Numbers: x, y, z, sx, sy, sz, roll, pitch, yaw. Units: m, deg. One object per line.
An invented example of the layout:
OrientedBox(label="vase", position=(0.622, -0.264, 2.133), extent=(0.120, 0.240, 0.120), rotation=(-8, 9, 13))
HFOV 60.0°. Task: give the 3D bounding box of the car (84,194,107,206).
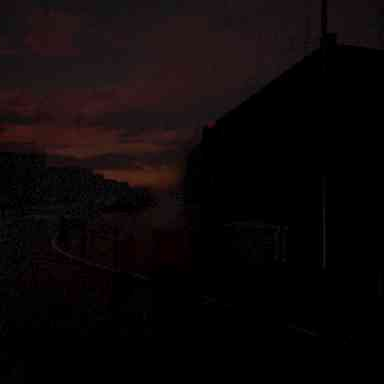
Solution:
OrientedBox(label="car", position=(-17.859, 1.531, 61.678), extent=(2.150, 2.045, 5.566), rotation=(1, 0, -4))

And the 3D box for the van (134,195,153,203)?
OrientedBox(label="van", position=(-11.551, 1.673, 79.208), extent=(4.442, 1.987, 1.878), rotation=(1, 0, -4))

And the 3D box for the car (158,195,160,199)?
OrientedBox(label="car", position=(-12.493, 1.695, 93.072), extent=(5.566, 2.045, 2.435), rotation=(1, 0, -4))

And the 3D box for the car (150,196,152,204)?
OrientedBox(label="car", position=(-9.805, 1.880, 57.167), extent=(5.008, 1.535, 2.097), rotation=(1, 0, -4))

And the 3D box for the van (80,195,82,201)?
OrientedBox(label="van", position=(-32.195, 1.480, 87.740), extent=(4.442, 1.987, 1.878), rotation=(1, 0, -4))

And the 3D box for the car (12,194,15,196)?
OrientedBox(label="car", position=(-29.383, 1.500, 49.113), extent=(4.553, 1.767, 2.185), rotation=(1, 0, -4))

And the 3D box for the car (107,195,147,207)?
OrientedBox(label="car", position=(-8.934, 1.736, 45.953), extent=(4.553, 1.767, 2.185), rotation=(1, 0, -4))

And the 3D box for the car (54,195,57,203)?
OrientedBox(label="car", position=(-30.890, 1.521, 68.360), extent=(4.553, 1.767, 2.185), rotation=(1, 0, -4))

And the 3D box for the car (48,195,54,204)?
OrientedBox(label="car", position=(-30.659, 1.644, 65.612), extent=(5.008, 1.535, 2.097), rotation=(1, 0, -4))

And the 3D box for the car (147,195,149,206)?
OrientedBox(label="car", position=(-9.552, 1.754, 54.274), extent=(4.553, 1.767, 2.185), rotation=(1, 0, -4))

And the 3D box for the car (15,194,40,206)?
OrientedBox(label="car", position=(-30.060, 1.384, 57.361), extent=(5.566, 2.045, 2.435), rotation=(1, 0, -4))

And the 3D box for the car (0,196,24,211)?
OrientedBox(label="car", position=(-24.435, 1.659, 43.657), extent=(1.837, 1.490, 4.892), rotation=(1, 1, -4))

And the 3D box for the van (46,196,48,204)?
OrientedBox(label="van", position=(-30.328, 1.416, 62.872), extent=(4.442, 1.987, 1.878), rotation=(1, 0, -4))

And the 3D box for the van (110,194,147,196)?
OrientedBox(label="van", position=(-9.296, 1.646, 48.842), extent=(4.442, 1.987, 1.878), rotation=(1, 0, -4))

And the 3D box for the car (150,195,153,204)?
OrientedBox(label="car", position=(-9.990, 1.882, 59.815), extent=(4.892, 1.521, 2.231), rotation=(1, 0, -4))

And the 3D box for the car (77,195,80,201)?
OrientedBox(label="car", position=(-32.093, 1.693, 84.857), extent=(4.892, 1.521, 2.231), rotation=(1, 0, -4))

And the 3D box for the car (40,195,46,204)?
OrientedBox(label="car", position=(-30.056, 1.638, 60.127), extent=(5.366, 1.575, 1.946), rotation=(1, 0, -4))

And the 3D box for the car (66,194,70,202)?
OrientedBox(label="car", position=(-31.473, 1.666, 76.610), extent=(4.892, 1.521, 2.231), rotation=(1, 0, -4))

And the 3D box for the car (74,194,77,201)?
OrientedBox(label="car", position=(-31.886, 1.683, 82.109), extent=(4.892, 1.521, 2.231), rotation=(1, 0, -4))

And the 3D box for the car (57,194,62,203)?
OrientedBox(label="car", position=(-31.096, 1.526, 71.109), extent=(4.553, 1.767, 2.185), rotation=(1, 0, -4))

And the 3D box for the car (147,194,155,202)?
OrientedBox(label="car", position=(-10.170, 1.631, 62.588), extent=(5.566, 2.045, 2.435), rotation=(1, 0, -4))

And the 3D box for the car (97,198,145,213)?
OrientedBox(label="car", position=(-8.593, 1.858, 40.527), extent=(4.792, 1.488, 2.163), rotation=(1, 0, -4))

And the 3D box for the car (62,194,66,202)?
OrientedBox(label="car", position=(-31.241, 1.533, 73.864), extent=(4.553, 1.767, 2.185), rotation=(1, 0, -4))

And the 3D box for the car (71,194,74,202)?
OrientedBox(label="car", position=(-31.680, 1.674, 79.360), extent=(4.892, 1.521, 2.231), rotation=(1, 0, -4))
